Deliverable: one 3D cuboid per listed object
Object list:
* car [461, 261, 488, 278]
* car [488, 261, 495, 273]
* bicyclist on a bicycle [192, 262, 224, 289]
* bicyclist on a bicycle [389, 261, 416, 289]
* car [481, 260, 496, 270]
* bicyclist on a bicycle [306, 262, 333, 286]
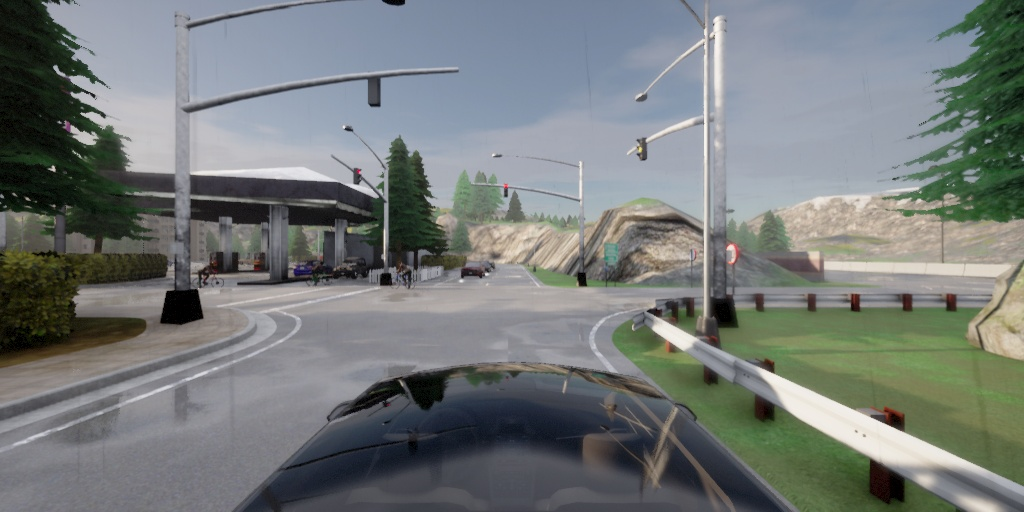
[{"bbox_3d":[-3.566,1.225,33.445,1.882,1.535,5.008,0,0,0],"label":"car"},{"bbox_3d":[-3.552,1.294,44.015,2.033,1.411,5.357,0,0,0],"label":"car"},{"bbox_3d":[-18.532,1.189,21.888,1.656,1.620,0.582,0,-1,-15],"label":"bicyclist on a bicycle"},{"bbox_3d":[-6.283,1.113,20.565,1.656,1.620,0.582,0,-1,12],"label":"bicyclist on a bicycle"},{"bbox_3d":[-3.521,1.347,54.044,1.895,1.301,4.718,0,0,0],"label":"car"},{"bbox_3d":[-13.076,1.202,24.352,1.656,1.620,0.582,0,0,-40],"label":"bicyclist on a bicycle"}]
